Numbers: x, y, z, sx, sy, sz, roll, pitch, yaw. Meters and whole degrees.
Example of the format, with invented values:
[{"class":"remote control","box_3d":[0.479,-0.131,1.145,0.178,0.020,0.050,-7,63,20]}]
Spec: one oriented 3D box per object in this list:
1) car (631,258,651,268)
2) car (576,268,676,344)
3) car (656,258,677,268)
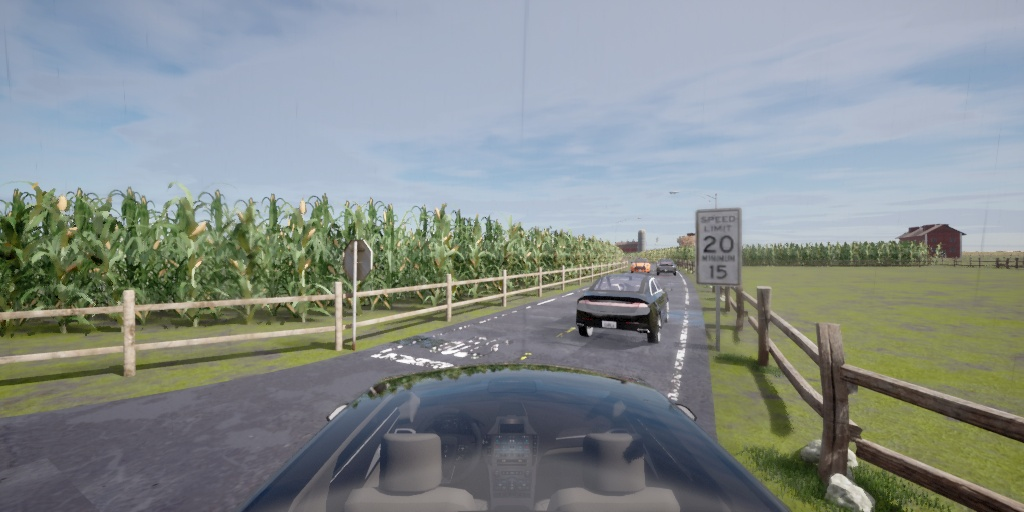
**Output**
[{"class":"car","box_3d":[15.432,1.099,42.909,2.097,1.767,4.553,0,0,22]},{"class":"car","box_3d":[3.170,1.244,9.776,2.128,1.511,4.902,0,0,27]},{"class":"car","box_3d":[16.256,1.244,37.710,2.128,1.511,4.902,0,0,24]}]
